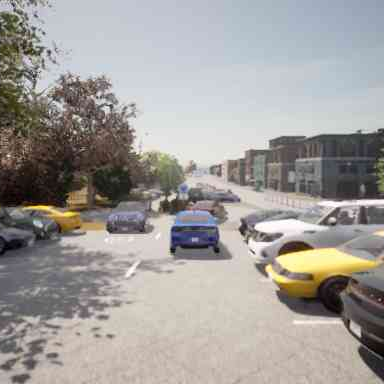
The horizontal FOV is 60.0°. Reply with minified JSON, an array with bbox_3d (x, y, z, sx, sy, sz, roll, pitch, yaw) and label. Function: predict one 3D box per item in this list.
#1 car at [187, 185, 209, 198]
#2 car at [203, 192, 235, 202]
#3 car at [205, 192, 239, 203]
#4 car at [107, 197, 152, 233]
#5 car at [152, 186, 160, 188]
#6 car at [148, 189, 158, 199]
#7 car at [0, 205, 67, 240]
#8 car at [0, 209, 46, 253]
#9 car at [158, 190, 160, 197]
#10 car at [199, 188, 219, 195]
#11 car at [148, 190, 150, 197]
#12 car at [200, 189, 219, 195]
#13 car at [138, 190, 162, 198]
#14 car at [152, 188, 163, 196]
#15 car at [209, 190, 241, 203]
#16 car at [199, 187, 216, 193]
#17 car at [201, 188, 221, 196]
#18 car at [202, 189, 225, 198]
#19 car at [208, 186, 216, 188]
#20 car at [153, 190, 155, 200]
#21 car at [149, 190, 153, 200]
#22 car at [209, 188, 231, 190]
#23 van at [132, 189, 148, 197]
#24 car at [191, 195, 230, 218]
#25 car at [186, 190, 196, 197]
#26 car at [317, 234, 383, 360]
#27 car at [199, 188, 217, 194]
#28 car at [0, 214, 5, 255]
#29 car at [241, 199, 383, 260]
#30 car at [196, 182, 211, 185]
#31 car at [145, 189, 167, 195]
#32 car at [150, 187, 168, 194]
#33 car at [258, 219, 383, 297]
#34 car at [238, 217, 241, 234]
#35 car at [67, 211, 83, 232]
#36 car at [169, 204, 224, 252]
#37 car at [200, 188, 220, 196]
[{"bbox_3d":[-0.157,0.543,41.017,2.150,2.045,5.566,-2,0,-15],"label":"car"},{"bbox_3d":[4.284,0.738,53.581,5.008,1.535,2.097,0,1,0],"label":"car"},{"bbox_3d":[4.245,0.805,48.015,4.792,1.488,2.163,0,0,0],"label":"car"},{"bbox_3d":[-3.737,1.387,20.029,2.097,1.767,4.553,0,0,-4],"label":"car"},{"bbox_3d":[-8.598,0.099,78.497,5.366,1.575,1.946,0,2,0],"label":"car"},{"bbox_3d":[-8.985,0.702,56.321,5.366,1.575,1.946,0,1,0],"label":"car"},{"bbox_3d":[-8.572,1.387,15.296,4.553,1.767,2.185,0,0,0],"label":"car"},{"bbox_3d":[-8.511,1.537,12.650,4.792,1.488,2.163,0,0,0],"label":"car"},{"bbox_3d":[-8.983,0.661,59.116,5.366,1.575,1.946,0,1,0],"label":"car"},{"bbox_3d":[4.307,-0.145,84.231,5.008,1.535,2.097,0,3,0],"label":"car"},{"bbox_3d":[-8.808,0.816,47.832,4.674,1.452,2.002,0,0,0],"label":"car"},{"bbox_3d":[4.297,0.020,81.446,4.674,1.452,2.002,0,3,0],"label":"car"},{"bbox_3d":[-8.783,0.394,70.267,4.892,1.521,2.231,0,2,0],"label":"car"},{"bbox_3d":[-8.788,0.551,64.561,5.008,1.535,2.097,0,1,0],"label":"car"},{"bbox_3d":[4.302,0.820,45.232,4.792,1.488,2.163,0,0,0],"label":"car"},{"bbox_3d":[4.310,-0.527,92.584,4.674,1.452,2.002,0,3,0],"label":"car"},{"bbox_3d":[4.264,0.079,75.876,4.553,1.767,2.185,0,2,0],"label":"car"},{"bbox_3d":[4.320,0.349,67.519,4.553,1.767,2.185,0,2,0],"label":"car"},{"bbox_3d":[4.252,0.455,56.371,5.566,2.045,2.435,0,1,0],"label":"car"},{"bbox_3d":[-8.830,0.767,53.529,4.792,1.488,2.163,0,0,0],"label":"car"},{"bbox_3d":[-8.806,0.801,50.617,4.674,1.452,2.002,0,0,0],"label":"car"},{"bbox_3d":[4.245,0.635,50.800,4.553,1.767,2.185,0,0,0],"label":"car"},{"bbox_3d":[-8.681,0.566,45.157,4.442,1.987,1.878,1,0,0],"label":"van"},{"bbox_3d":[1.200,1.384,25.341,1.882,1.535,5.008,1,3,19],"label":"car"},{"bbox_3d":[-0.249,0.310,70.239,2.033,1.411,5.357,0,2,0],"label":"car"},{"bbox_3d":[4.534,1.491,4.316,4.892,1.521,2.231,0,0,0],"label":"car"},{"bbox_3d":[4.335,-0.389,89.802,4.792,1.488,2.163,0,3,0],"label":"car"},{"bbox_3d":[-8.538,1.541,9.880,4.674,1.452,2.002,0,0,0],"label":"car"},{"bbox_3d":[4.511,1.250,9.869,5.566,2.045,2.435,0,0,0],"label":"car"},{"bbox_3d":[4.281,-0.971,95.347,5.566,2.045,2.435,0,3,0],"label":"car"},{"bbox_3d":[-8.786,-0.014,81.284,5.008,1.535,2.097,0,2,0],"label":"car"},{"bbox_3d":[-8.806,-0.536,89.639,4.553,1.767,2.185,0,3,0],"label":"car"},{"bbox_3d":[4.354,1.493,7.092,5.366,1.575,1.946,0,0,0],"label":"car"},{"bbox_3d":[4.568,1.543,15.421,4.792,1.488,2.163,0,0,0],"label":"car"},{"bbox_3d":[-8.536,1.518,18.067,5.008,1.535,2.097,0,0,0],"label":"car"},{"bbox_3d":[0.101,1.508,14.047,1.882,1.535,5.008,0,0,0],"label":"car"},{"bbox_3d":[4.266,-0.029,78.654,4.553,1.767,2.185,0,2,0],"label":"car"}]
